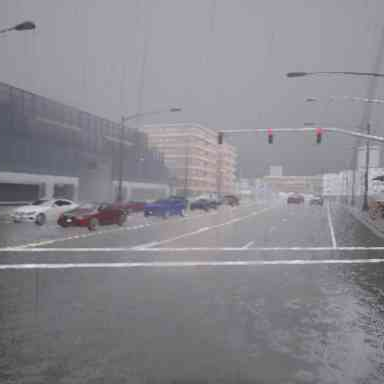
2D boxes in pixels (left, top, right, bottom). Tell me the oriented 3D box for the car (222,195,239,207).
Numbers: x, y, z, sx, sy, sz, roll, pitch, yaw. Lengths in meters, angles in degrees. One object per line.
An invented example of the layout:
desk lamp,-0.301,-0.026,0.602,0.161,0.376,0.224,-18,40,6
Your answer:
car,5.074,1.113,44.725,1.812,1.442,4.674,2,2,22

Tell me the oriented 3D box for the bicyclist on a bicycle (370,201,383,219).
bicyclist on a bicycle,16.773,1.658,29.623,1.656,1.620,0.582,2,1,22

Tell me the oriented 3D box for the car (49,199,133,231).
car,-5.413,1.265,18.512,1.994,1.385,4.181,2,0,22

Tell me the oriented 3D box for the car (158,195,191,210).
car,-1.830,1.107,36.914,1.812,1.442,4.674,2,1,22

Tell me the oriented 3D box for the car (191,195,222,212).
car,1.356,1.320,35.470,1.895,1.301,4.718,2,1,22

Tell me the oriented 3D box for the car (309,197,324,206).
car,19.752,1.463,52.667,1.812,1.442,4.674,2,1,22

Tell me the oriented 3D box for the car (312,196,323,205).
car,24.319,1.646,64.425,1.812,1.442,4.674,2,-1,22

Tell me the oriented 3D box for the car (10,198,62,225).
car,-8.573,1.095,20.060,1.812,1.442,4.674,2,0,20

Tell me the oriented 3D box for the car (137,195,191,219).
car,-2.098,1.240,26.802,1.882,1.535,5.008,2,1,22

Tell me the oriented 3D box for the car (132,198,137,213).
car,-5.194,1.226,28.505,1.895,1.301,4.718,2,1,22

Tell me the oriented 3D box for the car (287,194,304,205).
car,17.190,1.291,55.976,1.882,1.535,5.008,2,0,22
